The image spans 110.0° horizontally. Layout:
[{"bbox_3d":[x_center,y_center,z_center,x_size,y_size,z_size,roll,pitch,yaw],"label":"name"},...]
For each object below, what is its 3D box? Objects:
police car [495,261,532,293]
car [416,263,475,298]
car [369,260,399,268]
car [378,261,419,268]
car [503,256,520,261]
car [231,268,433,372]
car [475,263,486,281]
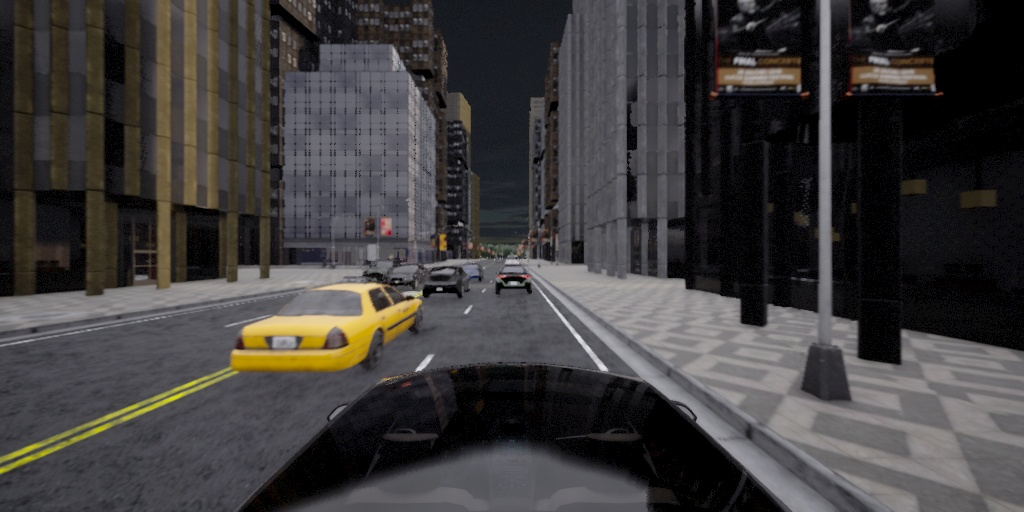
[{"bbox_3d":[0.068,1.254,20.985,2.038,1.542,4.974,0,0,0],"label":"police car"},{"bbox_3d":[-3.250,1.255,18.488,1.837,1.490,4.892,0,0,0],"label":"car"},{"bbox_3d":[-9.843,1.099,27.953,2.097,1.767,4.553,0,0,0],"label":"car"},{"bbox_3d":[-6.600,1.257,22.957,1.837,1.490,4.892,0,0,0],"label":"car"},{"bbox_3d":[0.087,0.949,54.042,2.150,2.045,5.566,0,0,0],"label":"car"},{"bbox_3d":[-3.250,1.207,7.678,1.801,1.575,5.366,0,0,0],"label":"car"},{"bbox_3d":[-3.251,1.295,29.488,2.033,1.411,5.357,0,0,0],"label":"car"}]
